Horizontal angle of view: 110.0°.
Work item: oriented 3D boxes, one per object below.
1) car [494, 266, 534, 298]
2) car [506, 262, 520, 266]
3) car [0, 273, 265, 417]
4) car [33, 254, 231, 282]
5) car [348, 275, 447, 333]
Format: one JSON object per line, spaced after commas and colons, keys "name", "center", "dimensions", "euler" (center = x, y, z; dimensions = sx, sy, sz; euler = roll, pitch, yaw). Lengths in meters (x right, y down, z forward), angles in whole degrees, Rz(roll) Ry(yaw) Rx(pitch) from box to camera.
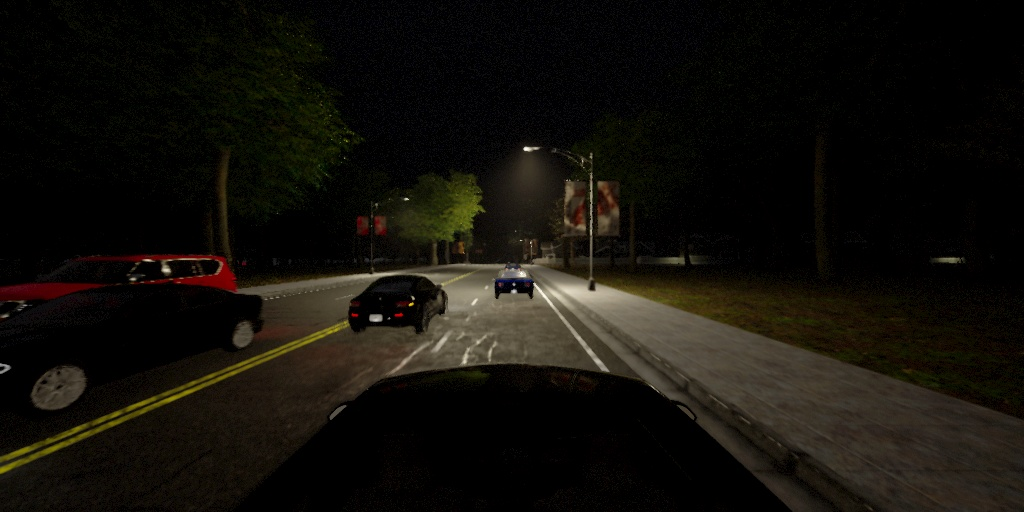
{"name": "car", "center": [0.096, 1.359, 18.691], "dimensions": [1.895, 1.301, 4.718], "euler": [0, 0, 0]}
{"name": "car", "center": [0.094, 1.339, 37.755], "dimensions": [2.033, 1.411, 5.357], "euler": [0, 0, 0]}
{"name": "car", "center": [-6.599, 1.226, 6.121], "dimensions": [1.882, 1.535, 5.008], "euler": [0, 0, 0]}
{"name": "car", "center": [-9.850, 0.971, 9.163], "dimensions": [2.150, 2.045, 5.566], "euler": [0, 0, 0]}
{"name": "car", "center": [-3.151, 1.276, 10.607], "dimensions": [1.812, 1.442, 4.674], "euler": [0, 0, 0]}
